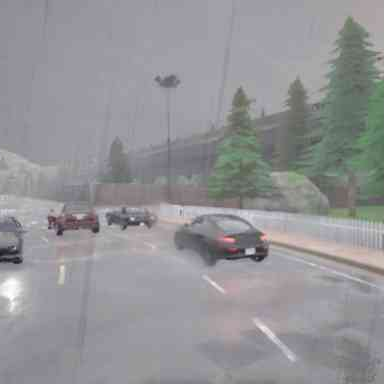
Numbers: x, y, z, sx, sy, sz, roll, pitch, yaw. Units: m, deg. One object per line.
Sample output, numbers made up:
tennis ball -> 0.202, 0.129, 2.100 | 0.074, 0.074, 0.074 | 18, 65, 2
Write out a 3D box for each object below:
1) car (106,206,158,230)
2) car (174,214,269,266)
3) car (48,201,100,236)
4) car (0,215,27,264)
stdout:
car -> -3.849, 1.508, 20.466 | 1.895, 1.301, 4.718 | -1, 0, -29
car -> 0.815, 1.453, 11.272 | 1.812, 1.442, 4.674 | -1, 0, -20
car -> -6.680, 1.292, 18.508 | 2.097, 1.767, 4.553 | -1, 0, -30
car -> -6.784, 1.530, 11.424 | 2.033, 1.411, 5.357 | -1, 0, -26
